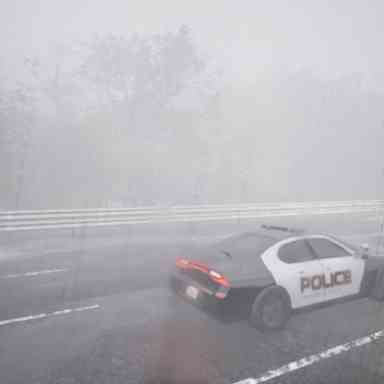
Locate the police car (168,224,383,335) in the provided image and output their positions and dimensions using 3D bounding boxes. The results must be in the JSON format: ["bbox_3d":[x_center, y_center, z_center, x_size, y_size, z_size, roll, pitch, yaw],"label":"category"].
[{"bbox_3d":[2.104,1.465,6.706,4.974,1.542,2.038,0,0,-29],"label":"police car"}]
